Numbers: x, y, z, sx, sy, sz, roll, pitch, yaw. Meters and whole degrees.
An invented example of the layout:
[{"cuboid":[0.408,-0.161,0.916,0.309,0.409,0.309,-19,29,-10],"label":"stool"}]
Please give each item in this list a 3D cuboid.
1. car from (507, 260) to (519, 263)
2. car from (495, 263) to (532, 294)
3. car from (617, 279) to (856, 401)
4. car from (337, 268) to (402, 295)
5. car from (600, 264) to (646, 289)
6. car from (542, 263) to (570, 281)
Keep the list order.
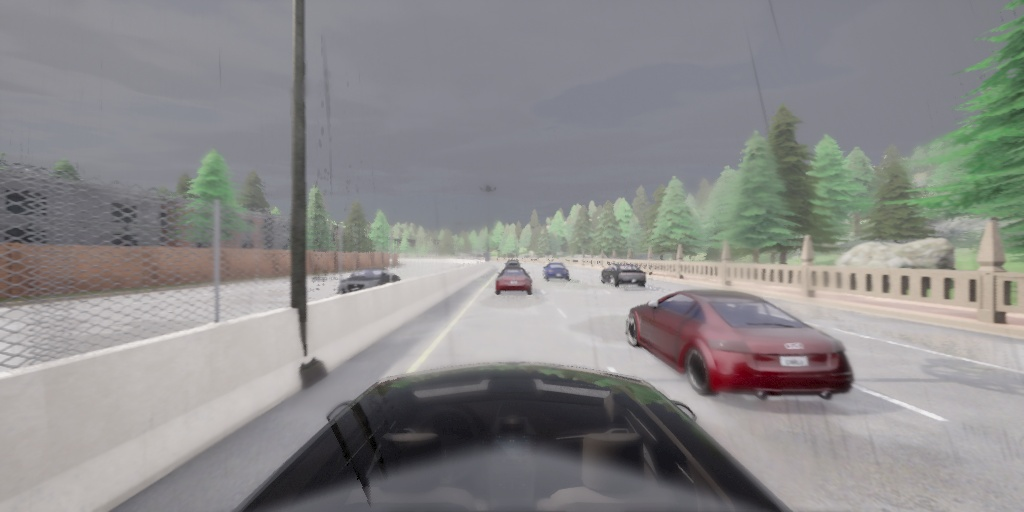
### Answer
[{"cuboid":[0.113,1.255,44.892,1.837,1.490,4.892,0,0,0],"label":"car"},{"cuboid":[0.105,1.314,20.267,1.994,1.385,4.181,0,0,0],"label":"car"},{"cuboid":[3.601,1.314,6.578,1.994,1.385,4.181,0,0,0],"label":"car"},{"cuboid":[-7.035,1.314,18.158,1.994,1.385,4.181,0,0,1],"label":"car"},{"cuboid":[7.106,1.242,23.315,2.128,1.511,4.902,0,0,0],"label":"car"},{"cuboid":[3.611,1.275,29.717,1.812,1.442,4.674,0,0,0],"label":"car"}]
